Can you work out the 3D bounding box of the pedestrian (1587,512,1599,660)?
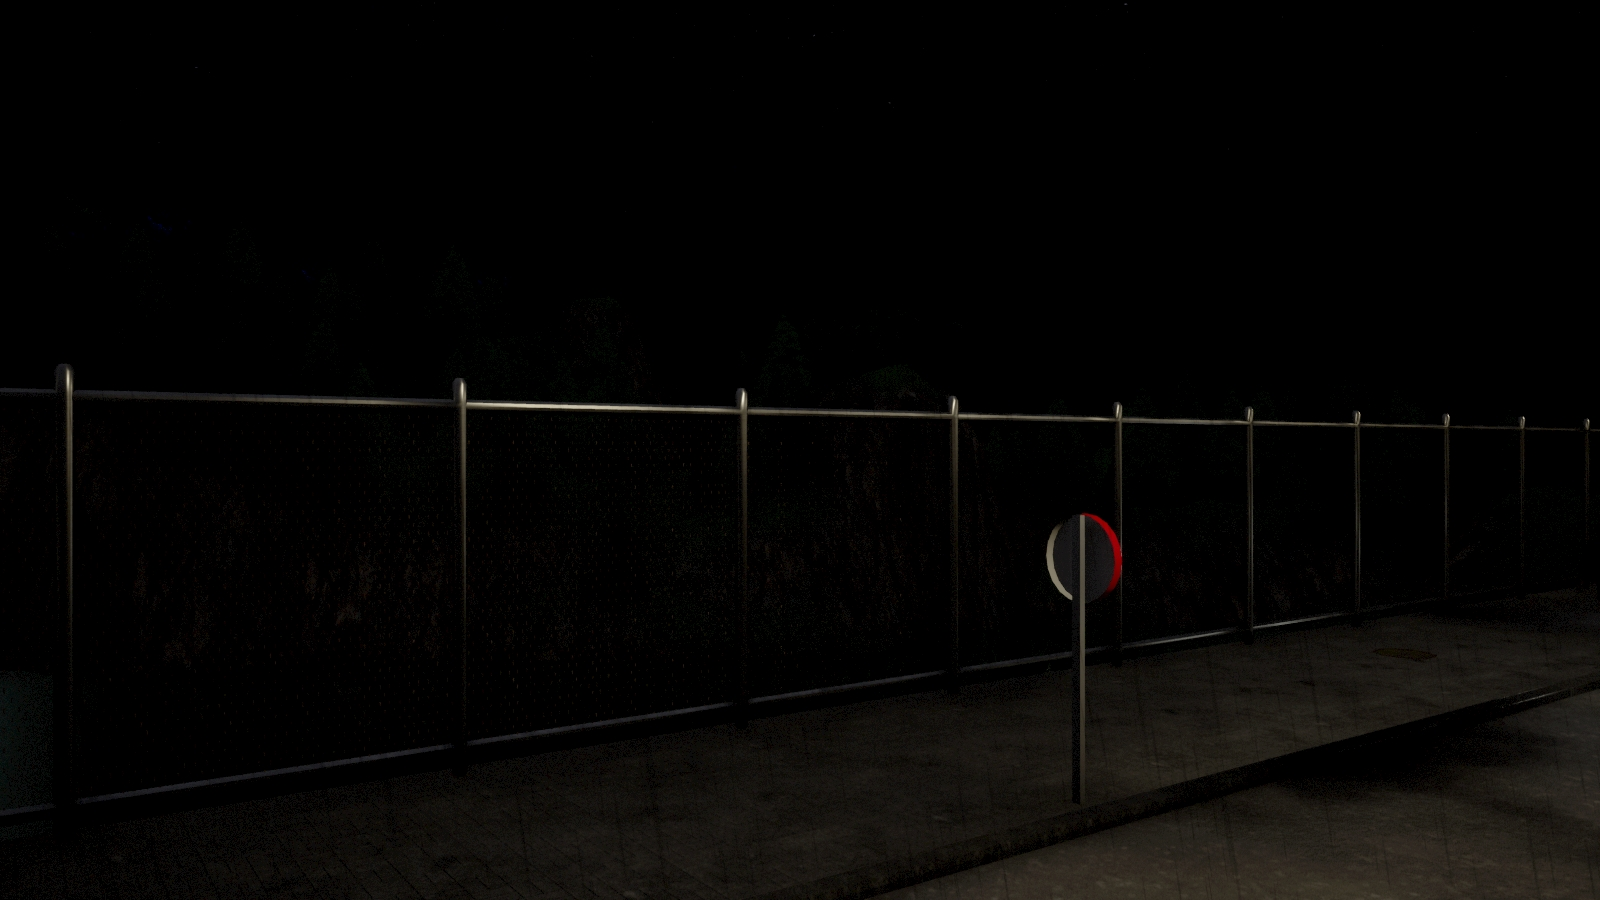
[{"bbox_3d":[10.366,1.738,14.590,0.375,1.860,0.375,0,0,-23],"label":"pedestrian"}]
